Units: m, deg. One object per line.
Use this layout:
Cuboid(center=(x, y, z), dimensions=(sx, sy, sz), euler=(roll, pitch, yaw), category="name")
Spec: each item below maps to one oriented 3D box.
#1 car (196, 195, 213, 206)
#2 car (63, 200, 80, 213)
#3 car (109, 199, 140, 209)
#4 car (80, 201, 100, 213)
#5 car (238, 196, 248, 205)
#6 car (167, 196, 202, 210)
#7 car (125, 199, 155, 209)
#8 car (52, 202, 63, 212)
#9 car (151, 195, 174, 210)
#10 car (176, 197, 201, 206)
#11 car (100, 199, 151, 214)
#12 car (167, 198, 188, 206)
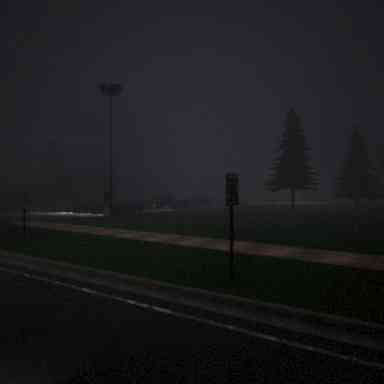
Cuboid(center=(1.556, 1.498, 58.213), dimensions=(2.150, 2.045, 5.566), euler=(-1, 0, 36), category="car")
Cuboid(center=(-13.728, 1.871, 42.475), dimensions=(1.994, 1.385, 4.181), euler=(-1, 0, 35), category="car")
Cuboid(center=(-10.645, 1.842, 52.990), dimensions=(1.837, 1.490, 4.892), euler=(-1, 0, 35), category="car")
Cuboid(center=(-10.569, 1.824, 40.887), dimensions=(2.033, 1.411, 5.357), euler=(-1, 0, 35), category="car")
Cuboid(center=(8.742, 1.598, 62.290), dimensions=(2.097, 1.767, 4.553), euler=(-1, 0, 35), category="car")
Cuboid(center=(-1.007, 1.752, 48.454), dimensions=(1.837, 1.490, 4.892), euler=(-1, 0, 35), category="car")
Cuboid(center=(-7.931, 1.833, 50.750), dimensions=(1.812, 1.442, 4.674), euler=(-1, 0, 35), category="car")
Cuboid(center=(-16.379, 1.815, 44.792), dimensions=(1.882, 1.535, 5.008), euler=(-1, 0, 35), category="car")
Cuboid(center=(-4.598, 1.499, 49.428), dimensions=(2.150, 2.045, 5.566), euler=(-1, 0, 35), category="car")
Cuboid(center=(-0.576, 1.785, 61.253), dimensions=(1.882, 1.535, 5.008), euler=(-1, 0, 35), category="car")
Cuboid(center=(-7.630, 1.794, 38.983), dimensions=(2.033, 1.411, 5.357), euler=(-1, 0, 35), category="car")
Cuboid(center=(-2.770, 1.902, 64.182), dimensions=(1.994, 1.385, 4.181), euler=(-1, 0, 35), category="car")
